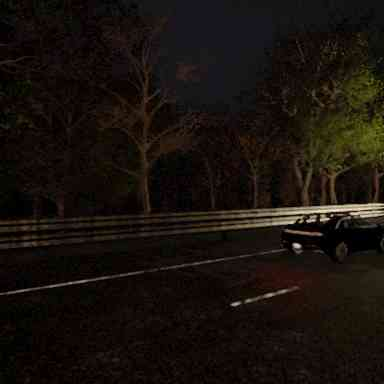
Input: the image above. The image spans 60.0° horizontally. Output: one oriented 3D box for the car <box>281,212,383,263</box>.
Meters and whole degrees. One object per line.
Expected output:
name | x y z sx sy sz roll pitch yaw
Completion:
car | 5.294 1.491 11.953 4.902 1.511 2.128 0 0 -36
